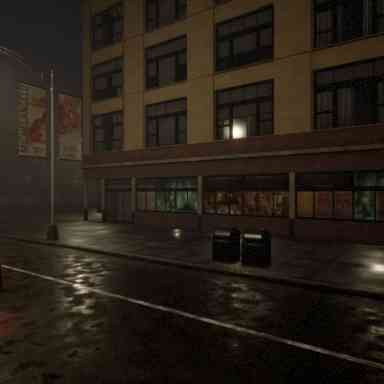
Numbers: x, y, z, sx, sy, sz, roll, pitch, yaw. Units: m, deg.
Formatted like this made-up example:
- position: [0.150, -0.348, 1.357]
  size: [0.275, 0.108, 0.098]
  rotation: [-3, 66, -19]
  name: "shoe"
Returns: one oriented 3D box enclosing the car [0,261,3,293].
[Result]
- position: [-5.819, 1.564, 7.715]
  size: [1.994, 1.385, 4.181]
  rotation: [0, 0, -40]
  name: "car"
